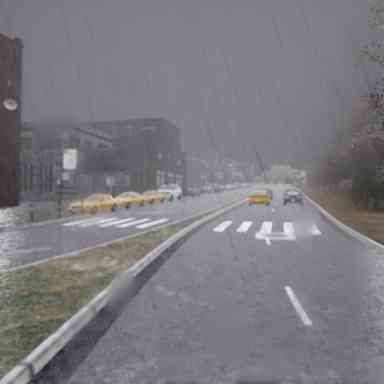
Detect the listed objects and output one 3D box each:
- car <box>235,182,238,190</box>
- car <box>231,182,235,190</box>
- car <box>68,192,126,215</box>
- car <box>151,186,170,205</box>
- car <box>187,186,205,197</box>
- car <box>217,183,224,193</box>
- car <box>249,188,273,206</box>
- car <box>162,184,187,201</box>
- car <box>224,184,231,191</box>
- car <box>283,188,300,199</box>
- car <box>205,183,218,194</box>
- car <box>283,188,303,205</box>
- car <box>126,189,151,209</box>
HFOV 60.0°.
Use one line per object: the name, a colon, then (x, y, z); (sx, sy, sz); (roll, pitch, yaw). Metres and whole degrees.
car: (10.377, -1.429, 90.117); (2.185, 1.767, 4.553); (0, 2, 16)
car: (8.834, -1.119, 84.594); (1.946, 1.575, 5.366); (0, 2, 16)
car: (-7.530, 0.868, 26.098); (1.946, 1.575, 5.366); (0, 2, 16)
car: (-4.548, 0.505, 36.729); (1.946, 1.575, 5.366); (0, 2, 16)
car: (-0.014, -0.013, 52.955); (2.163, 1.488, 4.792); (0, 2, 16)
car: (4.447, -0.835, 68.903); (2.435, 2.045, 5.566); (0, 2, 16)
car: (6.928, 0.538, 33.987); (1.882, 1.535, 5.008); (0, 2, 16)
car: (-2.984, 0.067, 42.312); (2.435, 2.045, 5.566); (0, 2, 16)
car: (6.931, -0.890, 77.994); (2.231, 1.521, 4.892); (0, 2, 16)
car: (13.562, 0.196, 45.484); (1.994, 1.385, 4.181); (0, 2, 15)
car: (2.973, -0.403, 63.626); (2.231, 1.521, 4.892); (0, 2, 16)
car: (10.385, 0.542, 34.280); (1.812, 1.442, 4.674); (0, 2, 16)
car: (-6.034, 0.685, 31.411); (1.946, 1.575, 5.366); (0, 2, 16)
